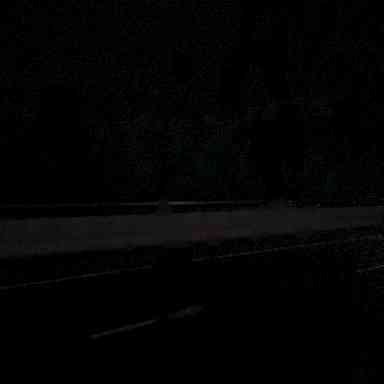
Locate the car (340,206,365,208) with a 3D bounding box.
[{"bbox_3d":[18.416,1.267,35.052,4.892,1.490,1.837,0,1,-26],"label":"car"}]
